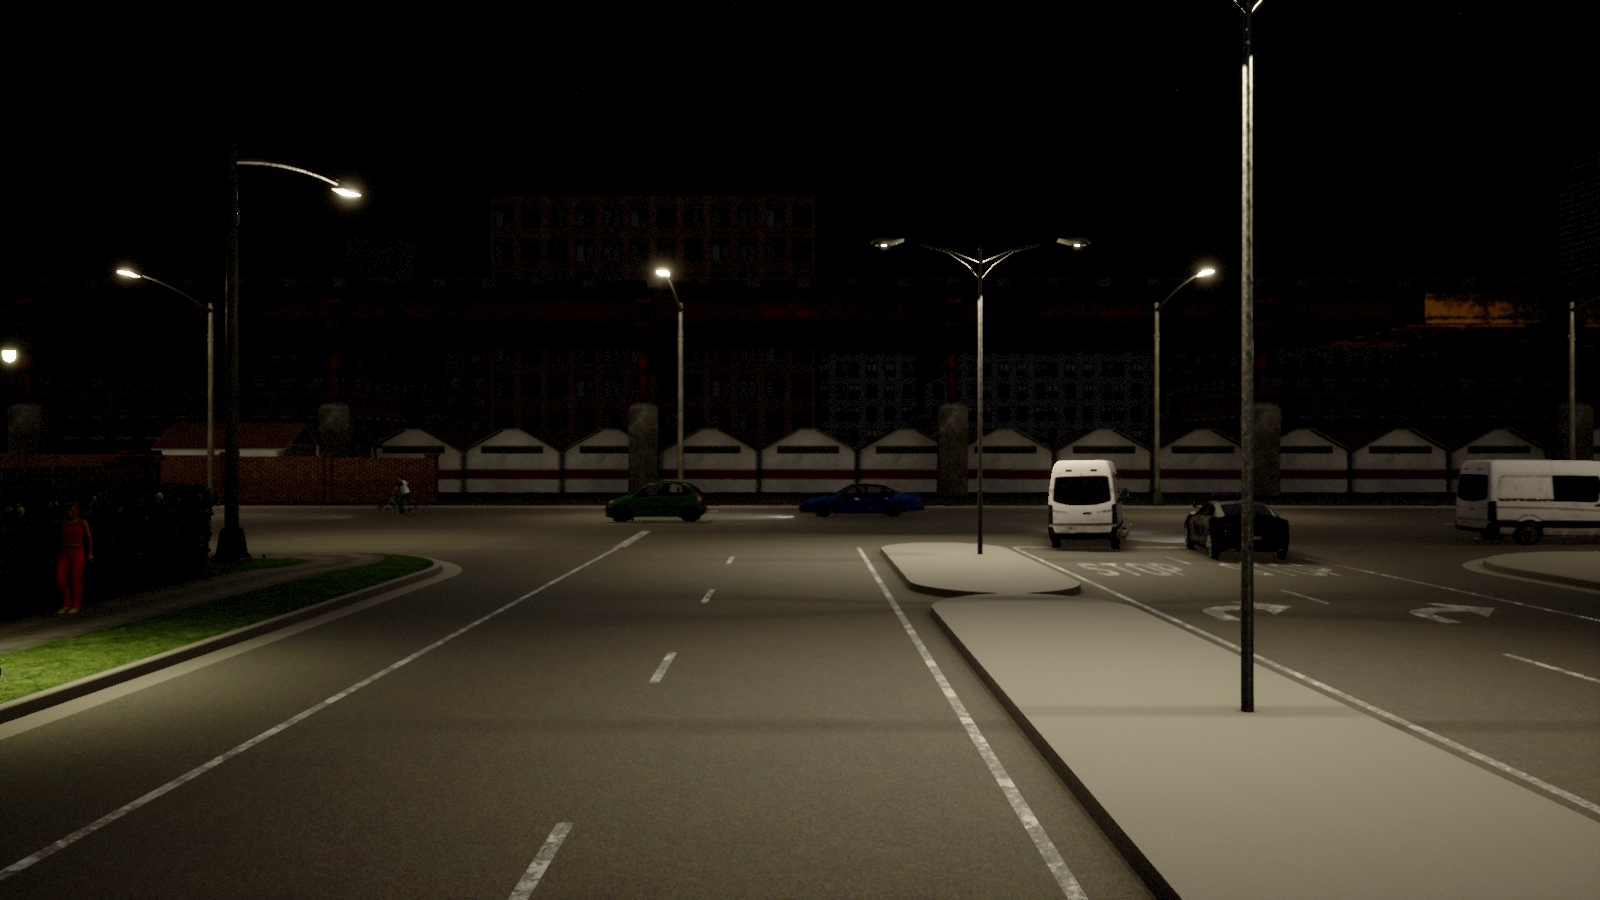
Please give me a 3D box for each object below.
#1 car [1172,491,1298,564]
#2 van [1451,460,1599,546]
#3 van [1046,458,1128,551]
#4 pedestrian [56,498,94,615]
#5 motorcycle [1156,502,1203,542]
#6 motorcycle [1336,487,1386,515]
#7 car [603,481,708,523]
[{"bbox_3d":[11.769,2.027,31.306,2.097,1.638,5.238,0,0,8],"label":"car"},{"bbox_3d":[23.515,1.584,35.087,5.915,2.561,1.988,0,0,0],"label":"van"},{"bbox_3d":[8.935,1.585,35.207,1.988,2.561,5.915,-2,0,18],"label":"van"},{"bbox_3d":[-11.746,1.723,18.526,0.375,1.860,0.375,0,0,0],"label":"pedestrian"},{"bbox_3d":[11.966,2.264,36.092,0.803,1.145,2.033,0,0,0],"label":"motorcycle"},{"bbox_3d":[24.842,2.253,50.644,1.805,1.236,0.856,0,0,-1],"label":"motorcycle"},{"bbox_3d":[-5.728,2.062,45.660,3.988,1.617,1.851,0,0,0],"label":"car"}]
